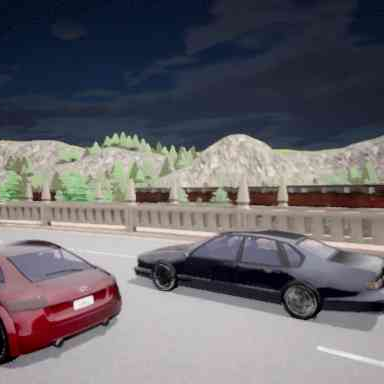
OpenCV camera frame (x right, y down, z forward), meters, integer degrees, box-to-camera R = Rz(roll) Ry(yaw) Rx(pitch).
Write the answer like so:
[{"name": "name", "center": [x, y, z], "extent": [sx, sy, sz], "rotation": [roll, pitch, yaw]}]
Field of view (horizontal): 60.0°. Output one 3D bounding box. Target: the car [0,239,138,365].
[{"name": "car", "center": [-3.241, 1.554, 5.845], "extent": [4.181, 1.385, 1.994], "rotation": [0, 0, 33]}]

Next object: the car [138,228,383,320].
[{"name": "car", "center": [1.241, 1.519, 7.210], "extent": [5.357, 1.411, 2.033], "rotation": [0, 0, 33]}]
